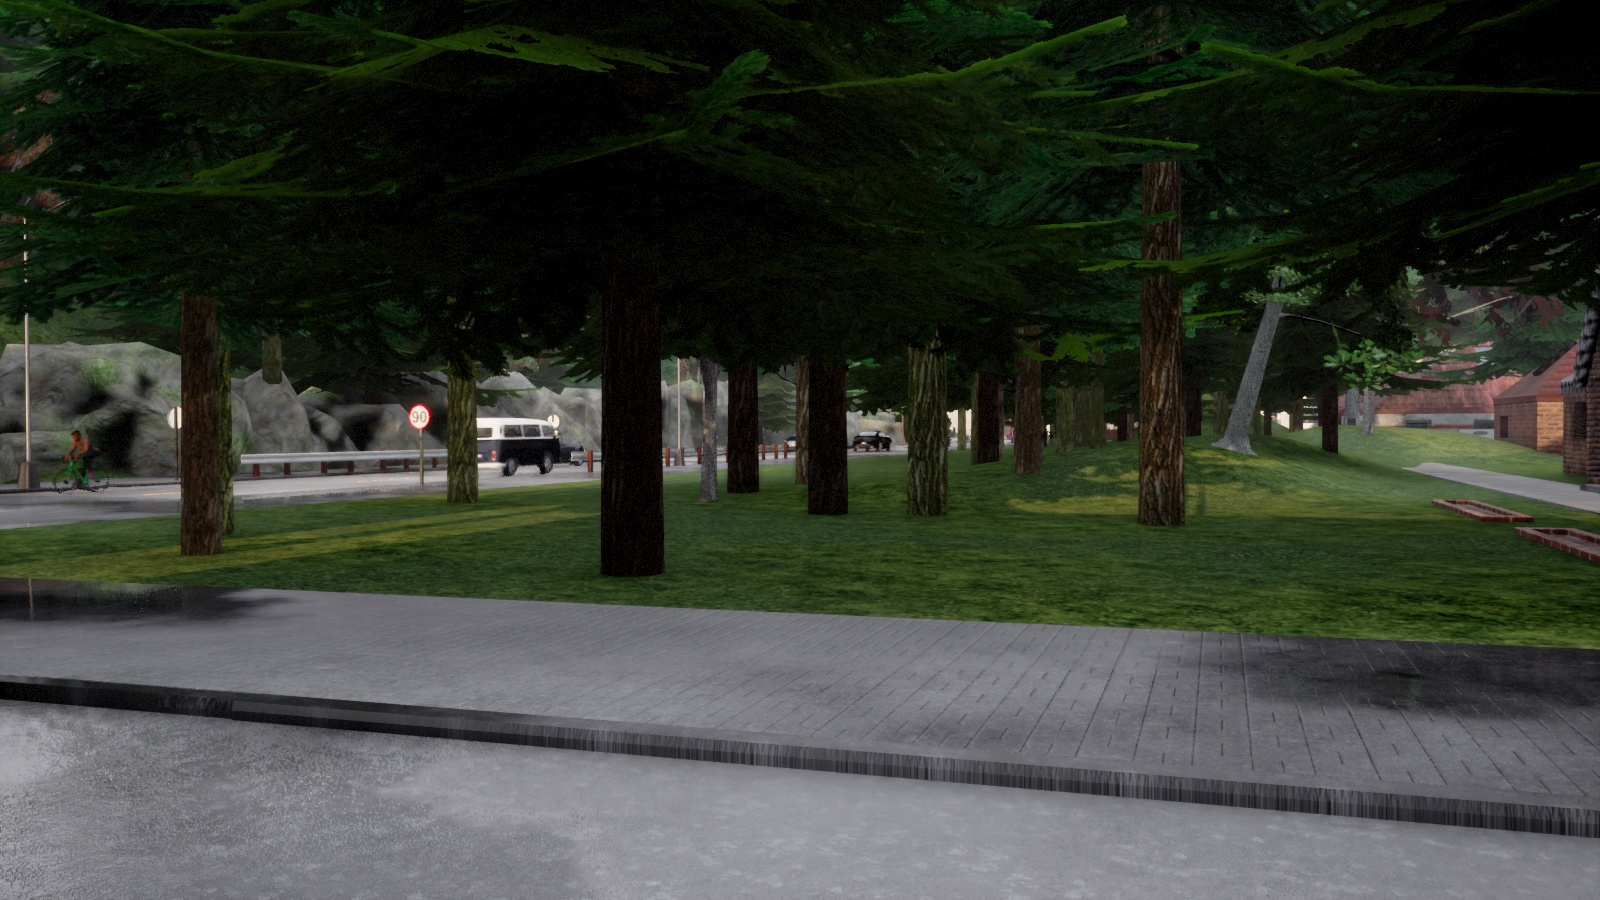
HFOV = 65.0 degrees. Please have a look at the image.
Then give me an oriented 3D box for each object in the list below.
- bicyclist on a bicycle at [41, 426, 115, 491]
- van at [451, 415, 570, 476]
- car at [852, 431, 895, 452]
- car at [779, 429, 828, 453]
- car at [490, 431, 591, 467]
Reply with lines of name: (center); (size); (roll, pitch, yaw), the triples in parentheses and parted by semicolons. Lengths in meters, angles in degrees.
bicyclist on a bicycle: (-18.402, 0.197, 32.057); (0.582, 1.620, 1.656); (1, 1, 18)
van: (-10.137, -0.195, 44.338); (2.069, 2.038, 4.480); (1, 1, 18)
car: (5.350, -0.631, 90.868); (1.882, 1.535, 5.008); (1, 1, 18)
car: (0.283, -0.657, 88.329); (2.033, 1.649, 4.856); (1, 1, 18)
car: (-11.123, -0.082, 54.129); (2.163, 1.488, 4.792); (1, 1, 18)
